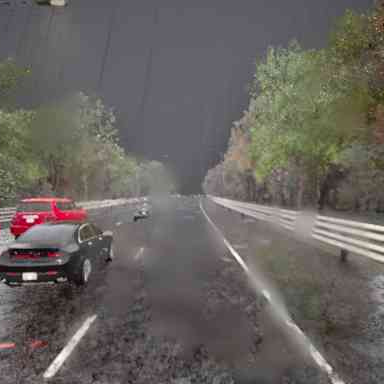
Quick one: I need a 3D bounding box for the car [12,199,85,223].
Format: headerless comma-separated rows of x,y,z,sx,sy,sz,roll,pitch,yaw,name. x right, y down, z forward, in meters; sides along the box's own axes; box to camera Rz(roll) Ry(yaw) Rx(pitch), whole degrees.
-7.152,1.352,17.305,2.150,2.045,5.566,-1,0,-1,car

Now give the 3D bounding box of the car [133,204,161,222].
-3.731,1.684,28.154,2.033,1.411,5.357,-1,0,-1,car

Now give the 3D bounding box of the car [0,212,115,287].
-3.526,1.573,9.571,1.837,1.490,4.892,-1,0,-1,car
